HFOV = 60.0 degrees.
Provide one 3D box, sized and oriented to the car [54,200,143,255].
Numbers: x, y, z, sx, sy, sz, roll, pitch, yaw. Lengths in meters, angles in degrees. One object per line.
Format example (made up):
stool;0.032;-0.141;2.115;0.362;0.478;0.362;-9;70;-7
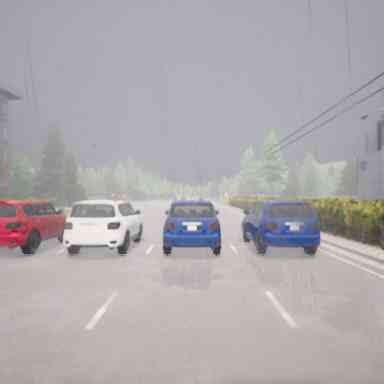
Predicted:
car;-3.496;1.347;14.021;2.150;2.045;5.566;0;0;0

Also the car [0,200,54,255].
car;-6.997;1.347;14.019;2.150;2.045;5.566;0;0;0

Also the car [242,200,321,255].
car;3.503;1.347;14.018;2.150;2.045;5.566;0;0;0

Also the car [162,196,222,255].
car;0.003;1.347;14.009;2.150;2.045;5.566;0;0;0
